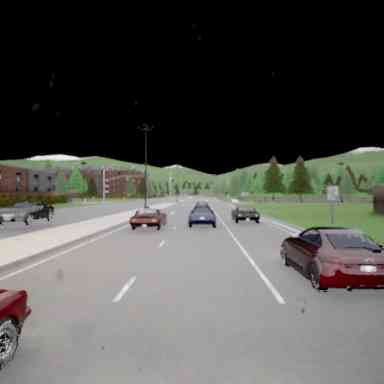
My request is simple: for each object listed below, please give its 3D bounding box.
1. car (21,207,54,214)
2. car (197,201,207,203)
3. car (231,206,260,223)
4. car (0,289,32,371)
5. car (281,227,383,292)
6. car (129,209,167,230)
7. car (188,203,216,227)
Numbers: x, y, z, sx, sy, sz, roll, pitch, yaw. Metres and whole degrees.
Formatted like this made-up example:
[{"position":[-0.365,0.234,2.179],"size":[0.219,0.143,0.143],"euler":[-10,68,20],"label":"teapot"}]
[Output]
[{"position":[-10.920,1.334,22.296],"size":[2.128,1.511,4.902],"euler":[0,0,2],"label":"car"},{"position":[1.224,1.859,40.695],"size":[2.033,1.411,5.357],"euler":[0,0,2],"label":"car"},{"position":[4.339,1.817,27.578],"size":[1.895,1.301,4.718],"euler":[0,0,2],"label":"car"},{"position":[-3.302,1.618,2.765],"size":[1.895,1.301,4.718],"euler":[0,0,1],"label":"car"},{"position":[3.843,1.640,9.173],"size":[1.994,1.385,4.181],"euler":[0,0,1],"label":"car"},{"position":[-2.814,1.768,22.376],"size":[1.895,1.301,4.718],"euler":[0,0,2],"label":"car"},{"position":[0.754,1.752,24.557],"size":[1.994,1.385,4.181],"euler":[0,0,2],"label":"car"}]
